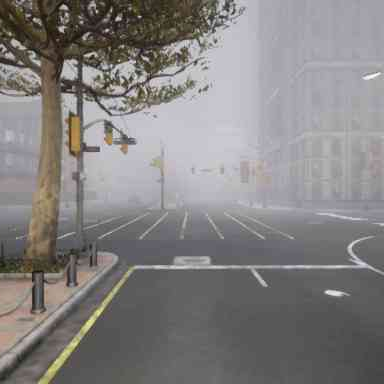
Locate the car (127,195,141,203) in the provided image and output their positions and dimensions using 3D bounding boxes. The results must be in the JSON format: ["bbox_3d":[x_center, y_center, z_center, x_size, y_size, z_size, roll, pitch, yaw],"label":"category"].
[{"bbox_3d":[-11.500,1.413,66.120,2.097,1.767,4.553,0,0,0],"label":"car"}]
